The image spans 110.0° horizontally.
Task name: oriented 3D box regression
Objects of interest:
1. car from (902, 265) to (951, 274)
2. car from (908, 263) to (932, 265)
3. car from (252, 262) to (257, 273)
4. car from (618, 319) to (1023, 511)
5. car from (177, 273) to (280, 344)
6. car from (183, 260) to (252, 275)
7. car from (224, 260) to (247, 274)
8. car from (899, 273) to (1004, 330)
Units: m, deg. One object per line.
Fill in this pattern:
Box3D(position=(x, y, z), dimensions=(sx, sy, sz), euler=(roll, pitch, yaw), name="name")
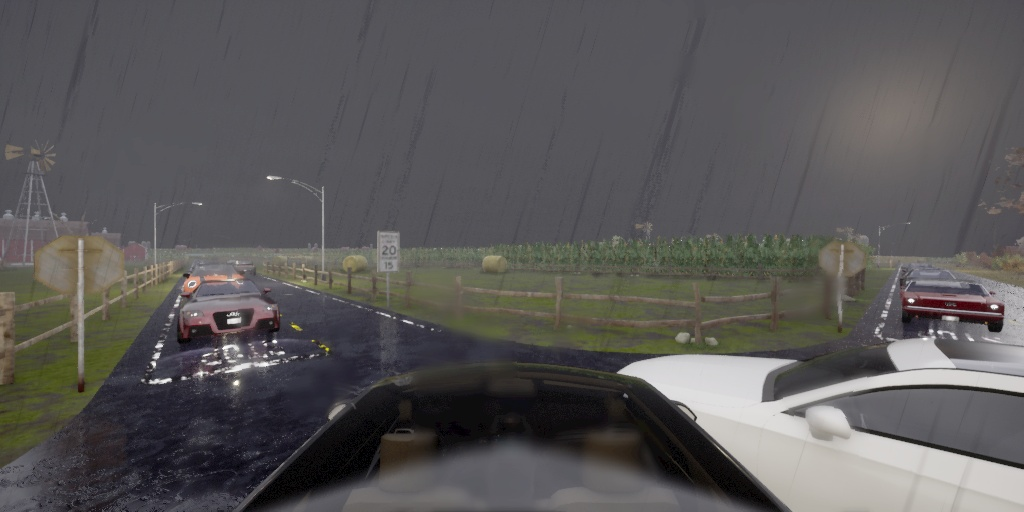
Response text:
Box3D(position=(20.709, 1.350, 17.793), dimensions=(5.357, 1.411, 2.033), euler=(0, 1, -42), name="car")
Box3D(position=(27.504, 1.383, 24.004), dimensions=(4.181, 1.385, 1.994), euler=(0, 1, -42), name="car")
Box3D(position=(-26.753, 1.266, 35.776), dimensions=(2.128, 1.511, 4.902), euler=(0, 0, -41), name="car")
Box3D(position=(2.851, 1.293, 2.283), dimensions=(1.812, 1.442, 4.674), euler=(0, 1, -44), name="car")
Box3D(position=(-7.879, 1.351, 9.940), dimensions=(1.994, 1.385, 4.181), euler=(0, 0, -42), name="car")
Box3D(position=(-13.613, 1.133, 16.461), dimensions=(2.097, 1.767, 4.553), euler=(0, 0, -41), name="car")
Box3D(position=(-33.425, 1.283, 43.277), dimensions=(1.837, 1.490, 4.892), euler=(0, 0, -41), name="car")
Box3D(position=(13.589, 1.390, 11.276), dimensions=(4.718, 1.301, 1.895), euler=(0, 1, -43), name="car")
